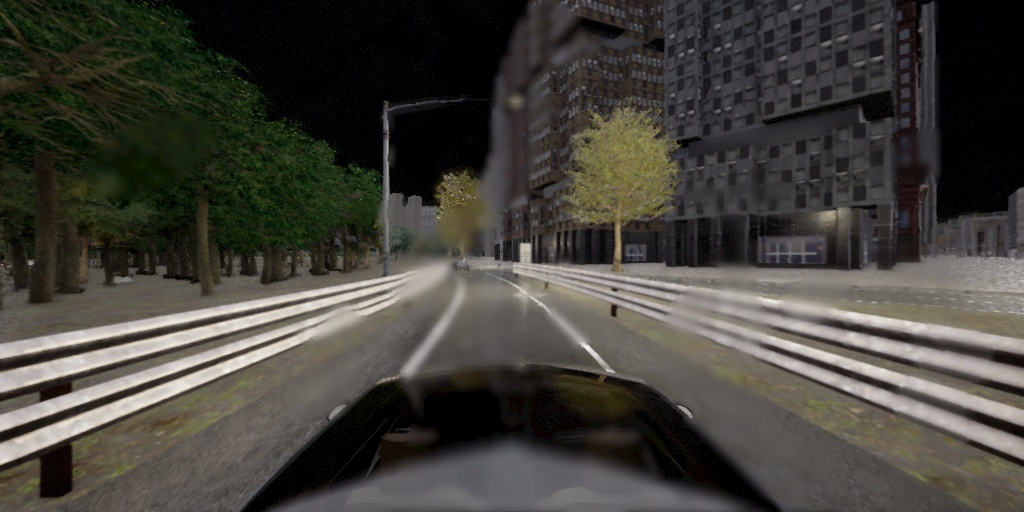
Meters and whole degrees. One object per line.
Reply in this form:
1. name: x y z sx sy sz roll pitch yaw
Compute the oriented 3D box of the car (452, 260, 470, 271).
1. car: -6.936 1.229 48.769 2.128 1.511 4.902 0 0 -17
